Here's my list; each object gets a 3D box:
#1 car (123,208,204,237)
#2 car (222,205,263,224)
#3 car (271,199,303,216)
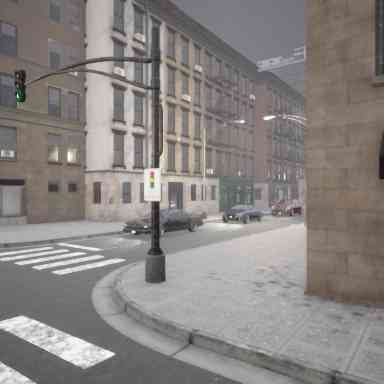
[{"bbox_3d":[-1.388,1.630,18.861,2.033,1.411,5.357,0,0,35],"label":"car"},{"bbox_3d":[4.064,1.696,26.503,1.994,1.385,4.181,0,0,36],"label":"car"},{"bbox_3d":[9.979,1.539,34.789,2.097,1.767,4.553,0,0,35],"label":"car"}]
